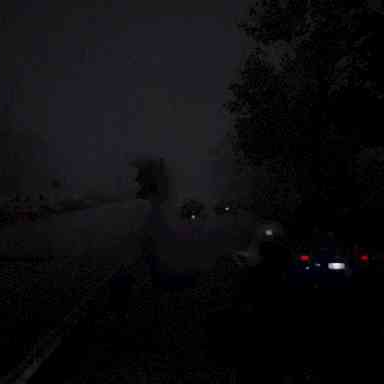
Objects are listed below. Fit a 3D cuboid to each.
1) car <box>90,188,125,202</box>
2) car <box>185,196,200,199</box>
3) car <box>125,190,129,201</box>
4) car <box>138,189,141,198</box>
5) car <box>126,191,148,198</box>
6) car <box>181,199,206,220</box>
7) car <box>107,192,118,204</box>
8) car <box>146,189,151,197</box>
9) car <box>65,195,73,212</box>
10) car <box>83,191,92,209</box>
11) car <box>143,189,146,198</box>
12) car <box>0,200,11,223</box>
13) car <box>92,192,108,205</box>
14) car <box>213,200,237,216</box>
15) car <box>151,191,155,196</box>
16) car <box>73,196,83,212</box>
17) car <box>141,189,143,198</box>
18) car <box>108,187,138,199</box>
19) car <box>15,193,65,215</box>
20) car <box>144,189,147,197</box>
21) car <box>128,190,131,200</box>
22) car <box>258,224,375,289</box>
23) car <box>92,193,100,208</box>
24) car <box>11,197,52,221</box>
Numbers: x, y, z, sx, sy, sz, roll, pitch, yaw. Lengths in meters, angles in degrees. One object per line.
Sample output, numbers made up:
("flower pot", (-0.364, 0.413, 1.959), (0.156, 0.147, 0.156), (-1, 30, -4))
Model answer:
("car", (-13.797, 0.779, 51.940), (5.566, 2.045, 2.435), (-1, 1, -20))
("car", (0.097, 1.216, 42.952), (1.812, 1.442, 4.674), (0, 1, 0))
("car", (-13.642, 0.976, 54.995), (5.366, 1.575, 1.946), (-1, 1, -20))
("car", (-13.778, 0.656, 69.936), (4.553, 1.767, 2.185), (-1, 1, -20))
("car", (-13.968, 0.636, 84.871), (5.366, 1.575, 1.946), (-1, 1, -20))
("car", (0.099, 1.511, 26.595), (1.895, 1.301, 4.718), (0, 1, 0))
("car", (-13.793, 1.108, 48.941), (4.792, 1.488, 2.163), (-1, 1, -20))
("car", (-13.828, 0.412, 81.919), (5.566, 2.045, 2.435), (-1, 1, -20))
("car", (-13.855, 1.385, 30.902), (4.792, 1.488, 2.163), (-1, 1, -20))
("car", (-13.858, 1.151, 36.913), (4.553, 1.767, 2.185), (-1, 1, -20))
("car", (-13.811, 0.721, 75.933), (4.892, 1.521, 2.231), (-1, 0, -20))
("car", (-13.814, 1.206, 18.920), (5.566, 2.045, 2.435), (-1, 0, -20))
("car", (-13.816, 1.182, 42.925), (5.008, 1.535, 2.097), (-1, 1, -20))
("car", (3.098, 1.423, 31.448), (1.994, 1.385, 4.181), (0, 1, 0))
("car", (-13.728, 0.304, 93.968), (5.566, 2.045, 2.435), (-1, 0, -20))
("car", (-13.830, 1.361, 33.927), (4.674, 1.452, 2.002), (-1, 0, -20))
("car", (-13.839, 0.625, 72.922), (4.553, 1.767, 2.185), (-1, 0, -20))
("car", (-13.838, 0.604, 63.909), (5.566, 2.045, 2.435), (-1, 1, -20))
("car", (-13.860, 1.137, 27.900), (5.566, 2.045, 2.435), (-1, 1, -20))
("car", (-13.827, 0.720, 78.918), (4.792, 1.488, 2.163), (-1, 1, -20))
("car", (-13.987, 0.939, 57.861), (5.366, 1.575, 1.946), (-1, 1, -20))
("car", (3.100, 1.556, 9.138), (1.994, 1.385, 4.181), (0, 0, 0))
("car", (-13.827, 1.270, 39.926), (4.674, 1.452, 2.002), (-1, 1, -20))
("car", (-13.661, 1.409, 24.975), (5.366, 1.575, 1.946), (-1, 0, -20))
